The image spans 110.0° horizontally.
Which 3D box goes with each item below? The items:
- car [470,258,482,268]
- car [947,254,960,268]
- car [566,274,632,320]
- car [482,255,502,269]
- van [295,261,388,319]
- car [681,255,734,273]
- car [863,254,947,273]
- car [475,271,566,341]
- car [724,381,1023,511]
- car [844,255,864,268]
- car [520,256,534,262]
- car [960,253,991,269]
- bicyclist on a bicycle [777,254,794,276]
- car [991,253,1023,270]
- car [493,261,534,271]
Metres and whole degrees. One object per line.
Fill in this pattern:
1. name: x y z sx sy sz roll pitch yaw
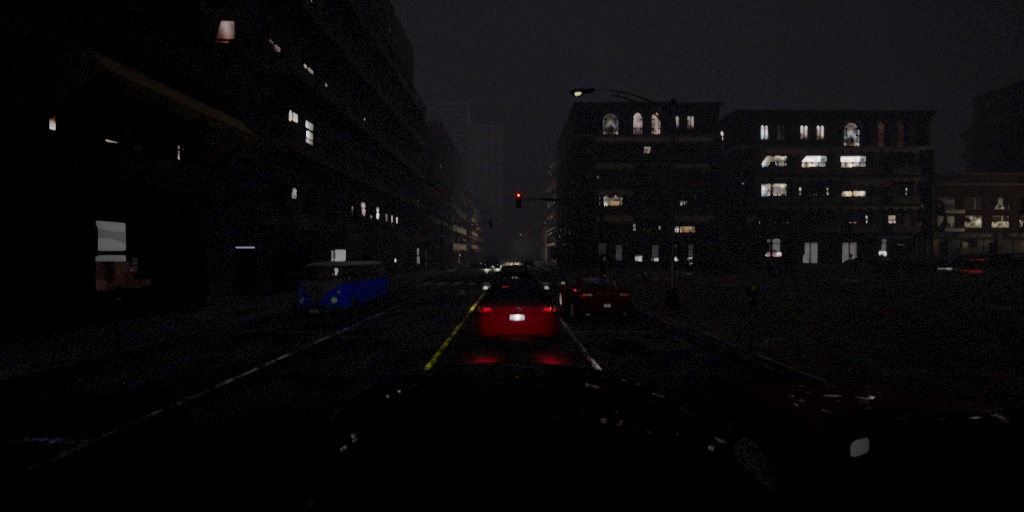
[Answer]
1. car: -5.591 1.157 55.860 2.007 1.370 4.403 0 0 0
2. car: 45.145 0.456 35.635 5.357 1.411 2.033 -1 1 0
3. car: 2.708 1.263 12.368 1.888 1.381 4.507 0 0 0
4. car: -2.978 0.832 54.844 2.150 2.045 5.566 0 0 0
5. van: -5.673 1.059 12.385 1.690 1.789 3.998 0 0 0
6. car: 19.138 0.669 35.377 4.553 1.767 2.097 -1 1 -1
7. car: 32.529 0.720 29.759 4.403 1.370 2.007 0 0 -1
8. car: 0.115 1.290 9.759 1.994 1.385 4.181 0 0 0
9. car: 2.687 1.296 1.317 1.888 1.381 4.507 0 0 0
10. car: 37.996 0.556 38.207 4.313 1.339 1.948 0 0 -1
11. car: 2.800 1.035 61.367 1.967 1.591 4.097 0 0 0
12. car: 44.452 0.459 32.541 4.892 1.490 1.837 -1 1 0
13. bicyclist on a bicycle: 20.290 0.696 26.653 0.582 1.620 1.656 -1 0 -1
14. car: 43.666 0.546 29.895 4.403 1.370 2.007 0 0 -1
15. car: 0.131 1.205 18.631 1.837 1.490 4.892 0 0 0
